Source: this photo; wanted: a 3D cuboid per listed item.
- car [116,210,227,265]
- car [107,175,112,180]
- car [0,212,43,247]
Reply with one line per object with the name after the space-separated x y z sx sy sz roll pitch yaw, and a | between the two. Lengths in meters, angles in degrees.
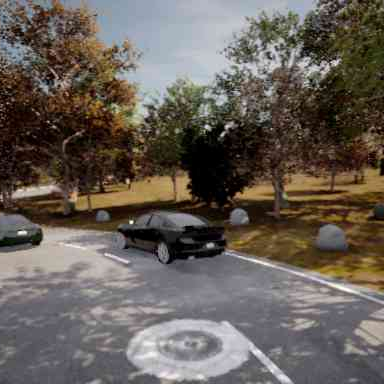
-0.937 1.367 11.453 1.882 1.535 5.008 -1 0 -36 | car
-23.261 -3.785 90.165 2.097 1.767 4.553 -1 5 8 | car
-8.042 1.524 13.777 4.181 1.385 1.994 0 1 36 | car
